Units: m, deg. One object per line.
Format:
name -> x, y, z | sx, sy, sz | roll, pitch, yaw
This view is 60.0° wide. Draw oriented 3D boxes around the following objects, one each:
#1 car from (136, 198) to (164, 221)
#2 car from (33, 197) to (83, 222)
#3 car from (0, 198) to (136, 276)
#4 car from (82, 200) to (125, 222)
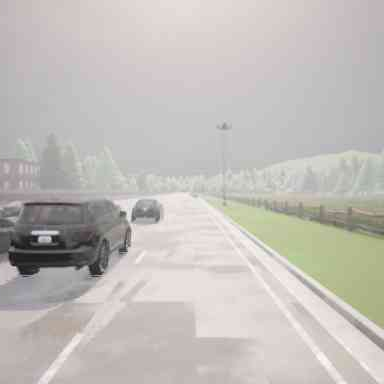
car -> -3.414, 1.288, 26.328 | 2.097, 1.767, 4.553 | 0, 0, 0
car -> -10.413, 1.289, 26.336 | 2.097, 1.767, 4.553 | 0, 0, 0
car -> -3.414, 1.195, 10.422 | 2.150, 2.045, 5.566 | 0, 0, 0
car -> -6.912, 1.427, 26.574 | 2.128, 1.511, 4.902 | 0, 0, 0
